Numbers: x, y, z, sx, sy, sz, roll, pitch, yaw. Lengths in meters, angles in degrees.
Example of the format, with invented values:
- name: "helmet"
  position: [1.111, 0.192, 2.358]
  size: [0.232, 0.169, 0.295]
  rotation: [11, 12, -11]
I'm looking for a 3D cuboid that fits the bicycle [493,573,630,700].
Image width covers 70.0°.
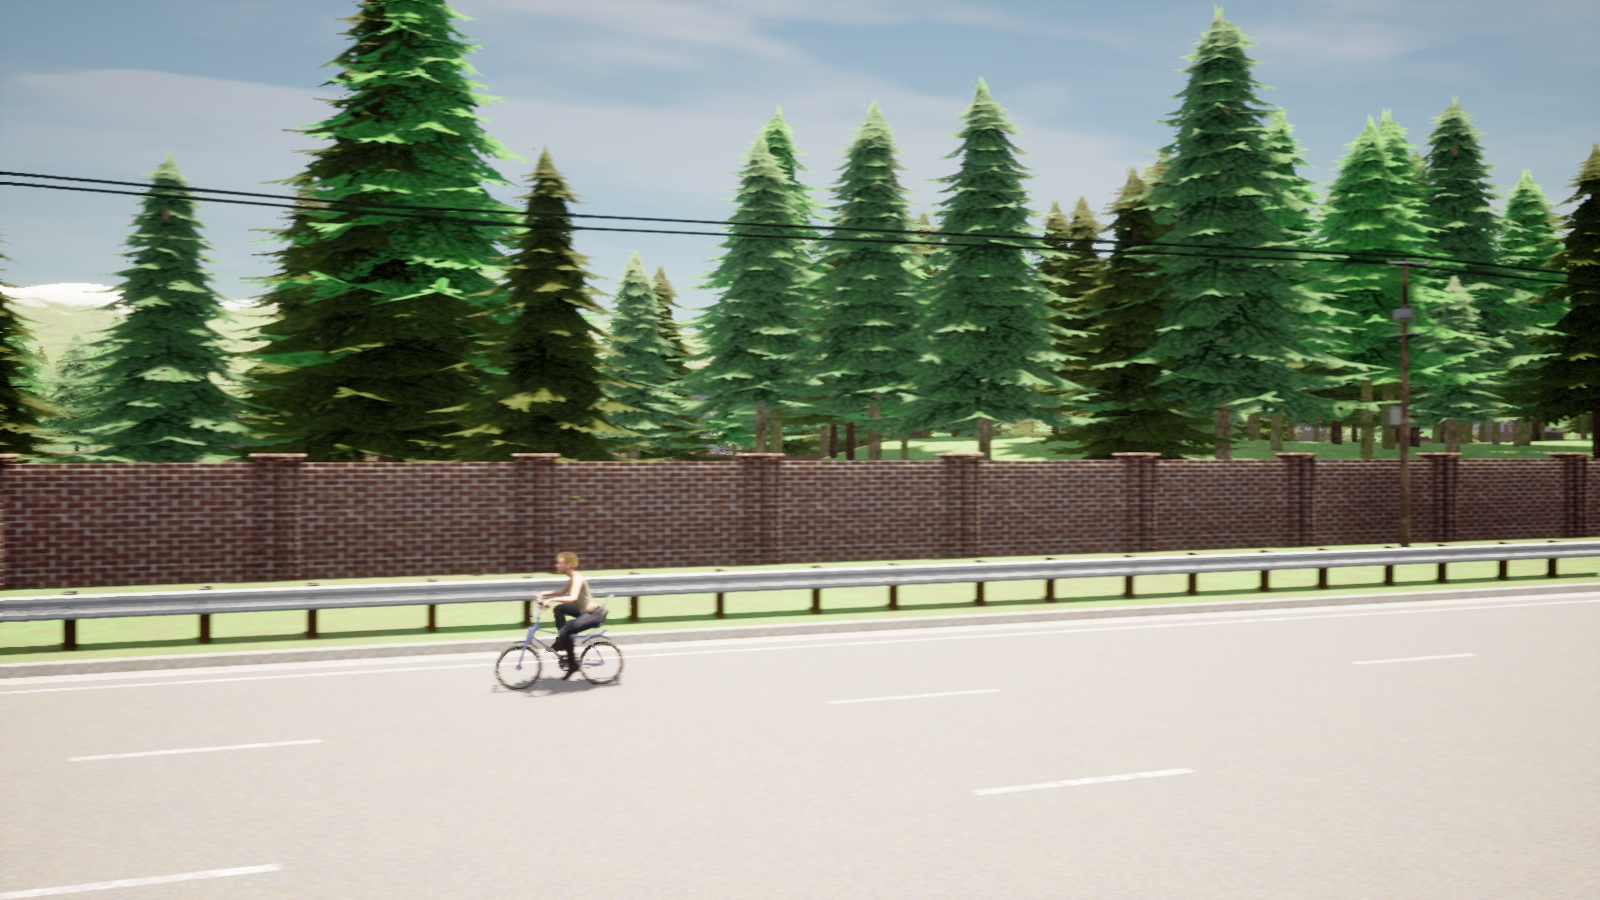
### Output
- name: "bicycle"
  position: [-2.811, 2.151, 13.408]
  size: [1.487, 1.276, 0.859]
  rotation: [0, 0, -18]
